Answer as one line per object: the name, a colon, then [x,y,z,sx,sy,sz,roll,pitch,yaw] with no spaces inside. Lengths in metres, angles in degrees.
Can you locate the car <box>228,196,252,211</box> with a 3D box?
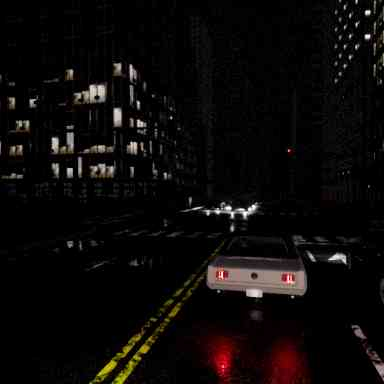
car: [5.918,1.503,40.739,1.812,1.442,4.674,0,0,13]

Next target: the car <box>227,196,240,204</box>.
car: [7.923,1.460,63.175,1.837,1.490,4.892,0,0,14]

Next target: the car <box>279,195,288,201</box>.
car: [21.920,1.355,79.808,1.895,1.301,4.718,0,0,13]

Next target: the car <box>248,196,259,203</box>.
car: [12.863,1.485,69.737,2.033,1.411,5.357,0,0,13]

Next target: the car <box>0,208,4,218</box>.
car: [-17.310,1.434,26.693,4.313,1.339,1.947,1,1,14]

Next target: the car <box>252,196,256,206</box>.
car: [8.043,1.460,49.739,2.128,1.511,4.902,0,0,13]

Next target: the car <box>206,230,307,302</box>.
car: [1.709,1.597,8.353,1.895,1.301,4.718,0,0,14]

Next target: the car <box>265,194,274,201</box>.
car: [18.750,1.286,80.526,2.128,1.511,4.902,0,0,13]

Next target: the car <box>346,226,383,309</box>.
car: [4.838,1.501,7.449,1.837,1.490,4.892,0,0,13]

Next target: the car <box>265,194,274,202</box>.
car: [16.459,1.530,70.823,1.895,1.301,4.718,0,0,13]

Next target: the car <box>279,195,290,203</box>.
car: [19.520,1.474,69.640,2.033,1.411,5.357,0,0,13]

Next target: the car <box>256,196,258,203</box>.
car: [10.386,1.559,59.544,1.895,1.301,4.718,0,0,14]

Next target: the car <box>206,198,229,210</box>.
car: [3.151,1.524,43.182,2.033,1.411,5.357,0,0,13]

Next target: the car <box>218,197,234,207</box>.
car: [5.485,1.567,53.048,1.895,1.301,4.718,0,0,13]
